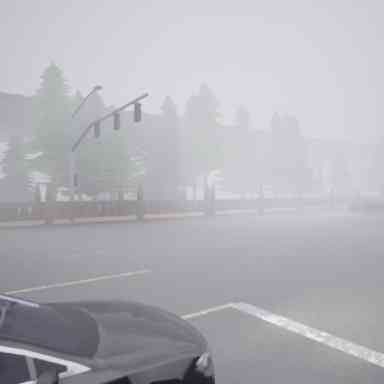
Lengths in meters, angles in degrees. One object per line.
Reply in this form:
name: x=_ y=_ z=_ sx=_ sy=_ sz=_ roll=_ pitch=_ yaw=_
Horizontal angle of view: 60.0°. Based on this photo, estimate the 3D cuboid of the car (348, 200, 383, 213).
car: x=18.113 y=1.457 z=34.218 sx=4.718 sy=1.301 sz=1.895 roll=0 pitch=0 yaw=-36

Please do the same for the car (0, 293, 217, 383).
car: x=-2.005 y=1.496 z=2.338 sx=4.902 sy=1.511 sz=2.128 roll=0 pitch=0 yaw=-35
